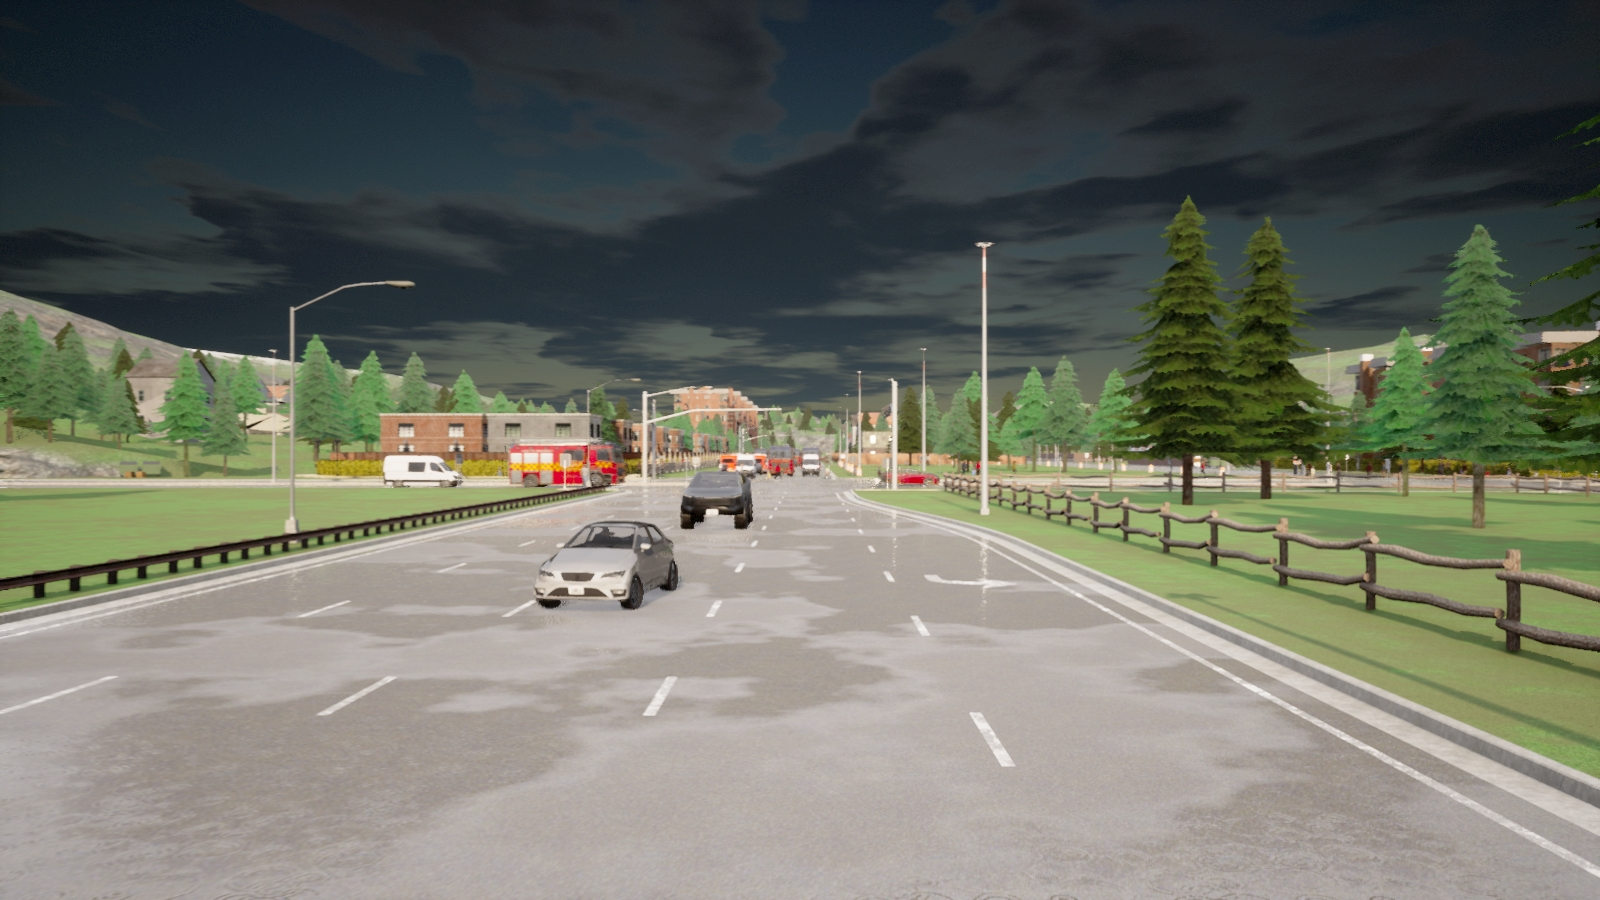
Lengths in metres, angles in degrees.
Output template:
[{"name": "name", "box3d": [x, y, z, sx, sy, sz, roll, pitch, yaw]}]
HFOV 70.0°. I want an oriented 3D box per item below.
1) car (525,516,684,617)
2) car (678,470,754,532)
[{"name": "car", "box3d": [-3.579, 2.116, 21.723, 1.816, 1.474, 4.193, 0, 0, 8]}, {"name": "car", "box3d": [-3.076, 1.850, 43.423, 2.390, 2.098, 6.274, 0, 0, 0]}]
